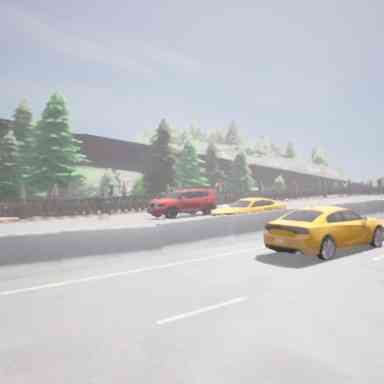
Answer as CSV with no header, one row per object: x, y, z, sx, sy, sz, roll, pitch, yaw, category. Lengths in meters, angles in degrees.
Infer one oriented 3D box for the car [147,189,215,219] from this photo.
-0.611,0.832,25.051,5.566,2.045,2.150,-2,1,-35,car

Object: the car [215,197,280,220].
4.082,1.101,24.098,4.718,1.301,1.895,-2,1,-35,car

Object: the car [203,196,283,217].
3.387,1.091,19.303,5.008,1.535,1.882,-3,1,-35,car

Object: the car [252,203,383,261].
4.613,1.215,11.336,5.008,1.535,1.882,-2,1,-35,car
